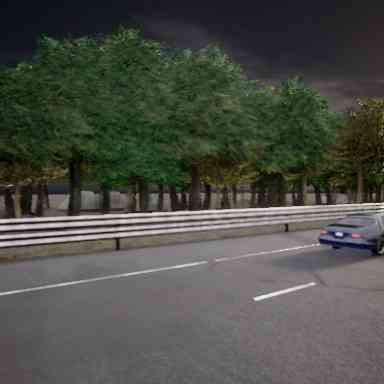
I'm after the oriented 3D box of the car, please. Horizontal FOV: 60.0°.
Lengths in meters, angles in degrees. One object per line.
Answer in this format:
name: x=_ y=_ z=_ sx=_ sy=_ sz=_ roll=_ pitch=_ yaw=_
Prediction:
car: x=7.241 y=1.540 z=13.211 sx=5.357 sy=1.411 sz=2.033 roll=0 pitch=0 yaw=-35
